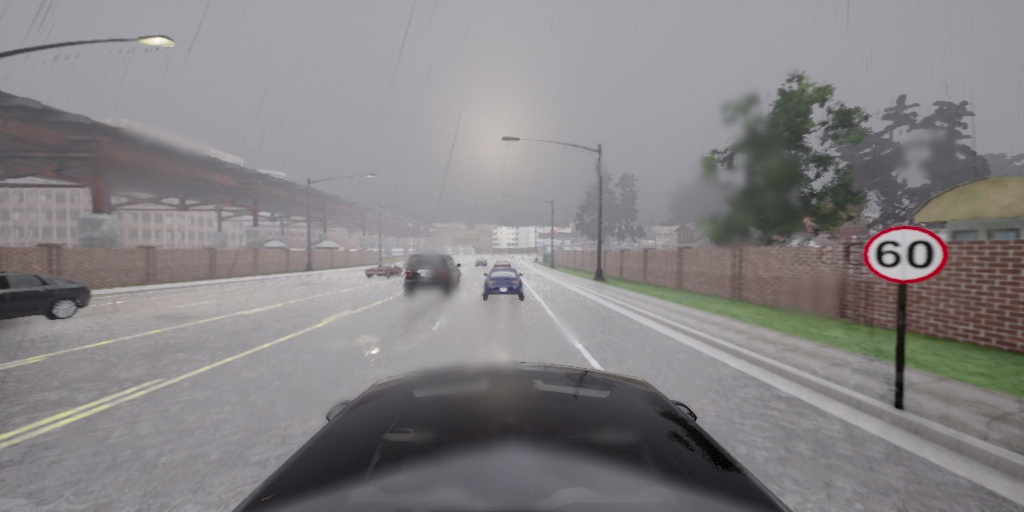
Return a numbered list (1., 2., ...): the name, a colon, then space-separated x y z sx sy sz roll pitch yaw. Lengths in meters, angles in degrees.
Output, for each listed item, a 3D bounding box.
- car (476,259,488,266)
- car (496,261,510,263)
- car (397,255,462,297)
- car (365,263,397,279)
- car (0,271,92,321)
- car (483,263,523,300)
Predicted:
1. car: -5.156 1.110 61.726 1.895 1.301 4.718 0 1 -2
2. car: -0.978 1.214 37.397 1.882 1.535 5.008 0 0 -2
3. car: -3.956 0.949 18.677 2.150 2.045 5.566 0 0 -2
4. car: -11.483 1.293 32.206 1.895 1.301 4.718 0 0 -1
5. car: -14.392 1.189 9.424 1.837 1.490 4.892 0 0 -1
6. car: -0.430 1.270 17.724 1.812 1.442 4.674 0 0 -2
